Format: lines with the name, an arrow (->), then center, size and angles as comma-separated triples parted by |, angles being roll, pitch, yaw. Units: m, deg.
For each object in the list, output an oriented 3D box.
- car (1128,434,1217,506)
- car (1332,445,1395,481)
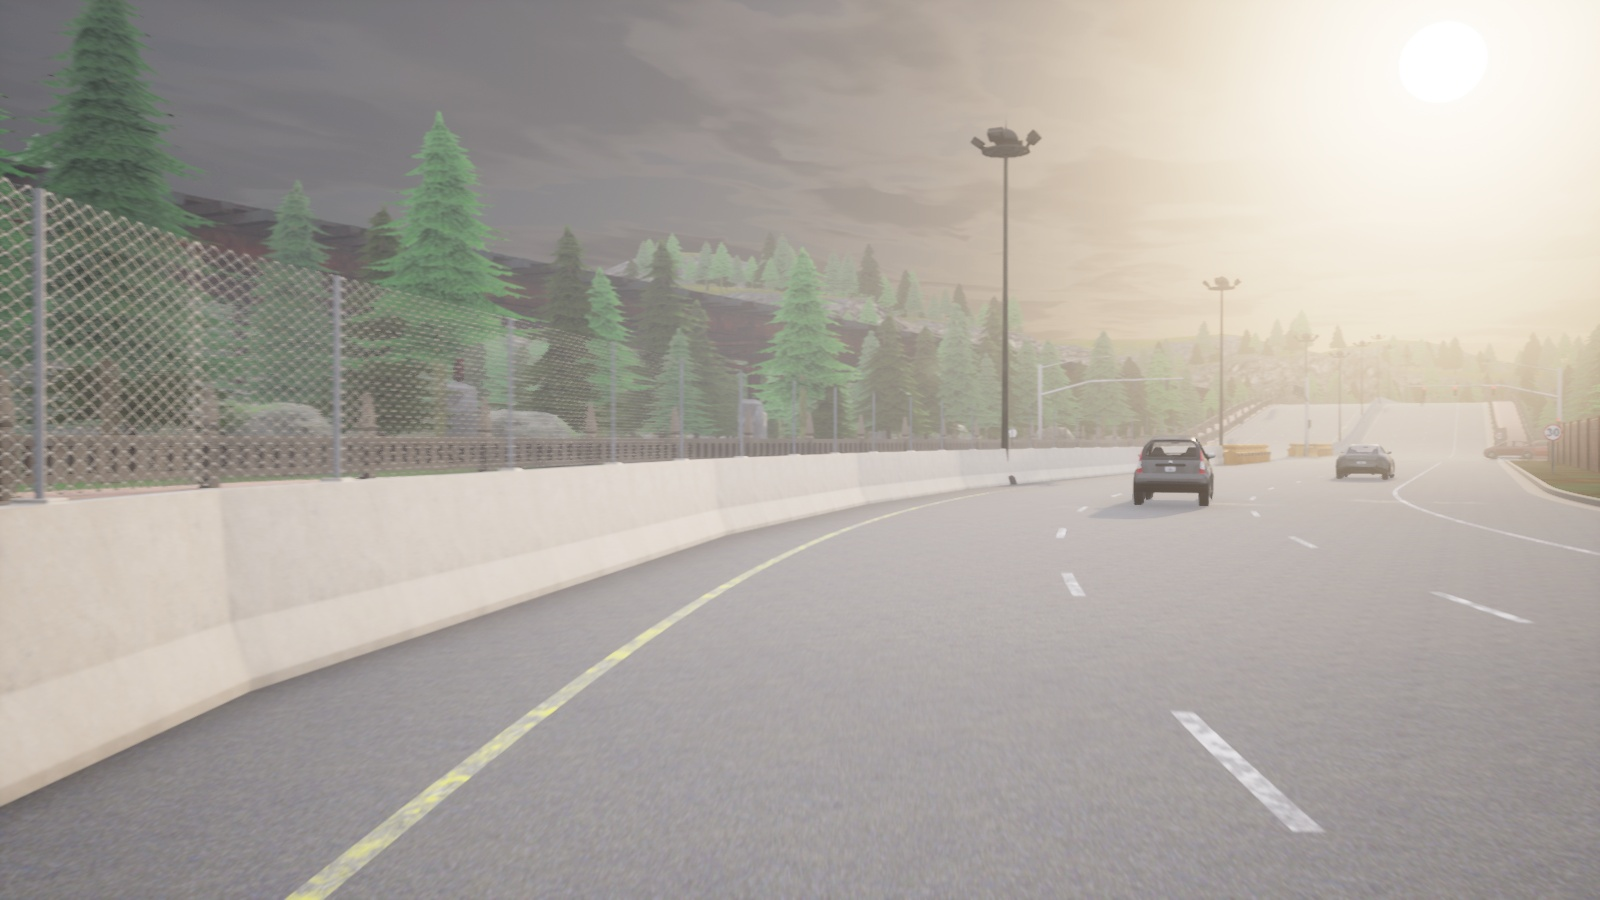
car -> 9.112, 0.431, 30.552 | 1.851, 1.617, 3.988 | 0, 0, 20
car -> 22.729, 0.485, 50.584 | 1.994, 1.385, 4.181 | 0, 1, 28
